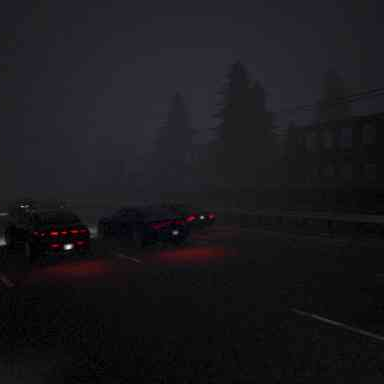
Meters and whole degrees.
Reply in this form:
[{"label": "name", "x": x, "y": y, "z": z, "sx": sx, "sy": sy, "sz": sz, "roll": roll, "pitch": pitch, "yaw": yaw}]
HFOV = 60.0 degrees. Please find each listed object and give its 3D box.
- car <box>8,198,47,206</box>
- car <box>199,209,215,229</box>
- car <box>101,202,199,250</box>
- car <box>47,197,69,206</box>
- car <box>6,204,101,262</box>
[{"label": "car", "x": -14.281, "y": 1.300, "z": 28.377, "sx": 1.837, "sy": 1.490, "sz": 4.892, "roll": -2, "pitch": 1, "yaw": -39}, {"label": "car", "x": -1.115, "y": 1.273, "z": 17.888, "sx": 2.033, "sy": 1.411, "sz": 5.357, "roll": -2, "pitch": 1, "yaw": -39}, {"label": "car", "x": -2.163, "y": 1.289, "z": 13.654, "sx": 1.882, "sy": 1.535, "sz": 5.008, "roll": -2, "pitch": 1, "yaw": -39}, {"label": "car", "x": -13.861, "y": 1.234, "z": 33.352, "sx": 1.812, "sy": 1.442, "sz": 4.674, "roll": -2, "pitch": 1, "yaw": -40}, {"label": "car", "x": -5.282, "y": 1.401, "z": 11.935, "sx": 1.837, "sy": 1.490, "sz": 4.892, "roll": -2, "pitch": 1, "yaw": -39}]
